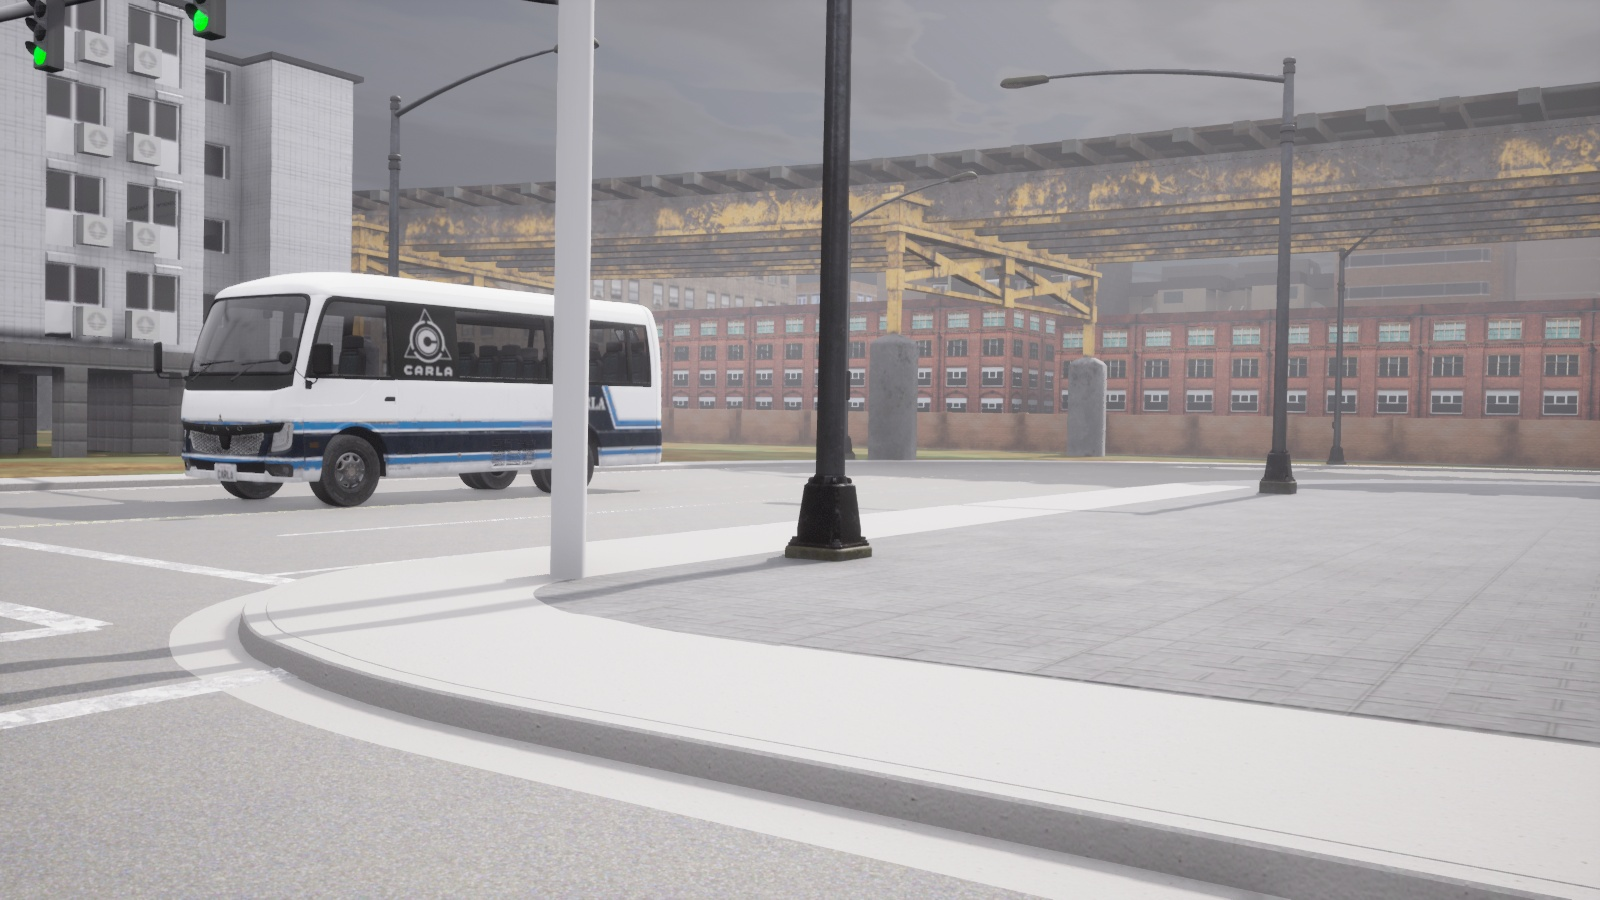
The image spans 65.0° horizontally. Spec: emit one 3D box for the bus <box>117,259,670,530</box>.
[{"bbox_3d":[-7.386,-1.054,25.070,3.944,4.253,10.273,1,2,33],"label":"bus"}]
